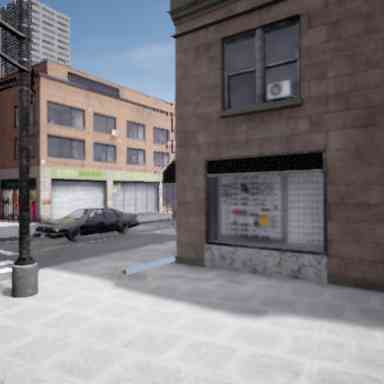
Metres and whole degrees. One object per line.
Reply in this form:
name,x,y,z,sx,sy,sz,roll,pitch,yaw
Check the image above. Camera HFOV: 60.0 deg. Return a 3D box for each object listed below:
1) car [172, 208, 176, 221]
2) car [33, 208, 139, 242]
car,0.529,1.336,24.707,1.882,1.535,5.008,-1,0,35
car,-5.025,1.502,16.714,2.033,1.411,5.357,-1,0,34
